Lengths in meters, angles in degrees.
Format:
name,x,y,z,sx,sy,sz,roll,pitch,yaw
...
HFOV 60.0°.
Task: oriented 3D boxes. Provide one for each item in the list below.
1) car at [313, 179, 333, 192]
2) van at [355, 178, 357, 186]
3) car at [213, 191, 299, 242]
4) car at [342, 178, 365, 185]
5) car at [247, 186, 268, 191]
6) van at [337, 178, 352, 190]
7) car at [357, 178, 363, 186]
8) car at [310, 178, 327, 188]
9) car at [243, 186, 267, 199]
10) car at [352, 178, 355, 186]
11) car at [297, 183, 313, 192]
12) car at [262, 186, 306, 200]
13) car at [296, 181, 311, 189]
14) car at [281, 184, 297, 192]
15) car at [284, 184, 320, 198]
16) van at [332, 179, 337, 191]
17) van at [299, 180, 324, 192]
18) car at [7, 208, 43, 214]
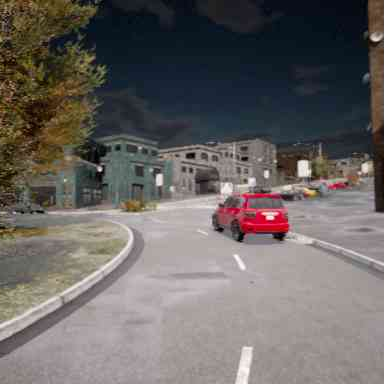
name,x,y,z,sx,sy,sz,roll,pitch,yaw
car,19.334,-0.554,54.224,5.566,2.045,2.435,-2,3,16
van,33.458,-2.047,73.987,4.442,1.987,1.878,-2,3,16
car,2.640,1.118,16.094,2.150,2.045,5.566,1,0,-11
car,40.672,-2.582,83.864,4.892,1.521,2.231,-2,2,16
car,10.633,0.098,50.523,2.150,2.045,5.566,-2,3,36
van,30.132,-1.676,68.998,4.442,1.987,1.878,-2,2,16
car,35.541,-2.027,76.390,5.366,1.575,1.946,-2,2,16
car,29.061,-2.029,76.272,2.150,2.045,5.566,-2,2,36
car,10.625,0.050,55.987,2.097,1.767,4.553,-2,2,35
car,31.772,-1.760,71.509,4.553,1.767,2.185,-2,2,16
car,23.198,-0.958,68.104,1.812,1.442,4.674,-2,2,36
car,12.266,0.457,44.372,4.892,1.521,2.231,-2,2,16
car,26.184,-1.641,77.822,1.837,1.490,4.892,-2,2,36
car,20.322,-0.829,69.670,1.812,1.442,4.674,-2,2,36
car,15.644,0.080,49.347,5.366,1.575,1.946,-2,3,16
van,22.802,-0.906,59.185,4.442,1.987,1.878,-2,3,16
van,17.701,-0.345,51.727,4.442,1.987,1.878,-2,2,16
car,-19.030,1.811,37.914,4.181,1.385,1.994,-1,-3,13
